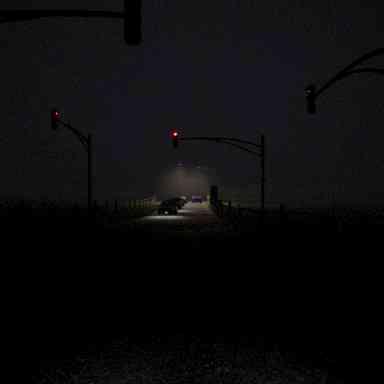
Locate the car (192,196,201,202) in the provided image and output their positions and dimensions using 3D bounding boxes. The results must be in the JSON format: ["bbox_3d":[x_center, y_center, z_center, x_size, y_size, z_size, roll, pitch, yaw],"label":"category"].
[{"bbox_3d":[1.090,1.617,75.940,1.895,1.301,4.718,0,0,1],"label":"car"}]

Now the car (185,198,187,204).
[{"bbox_3d":[-2.104,1.560,53.794,2.033,1.411,5.357,0,0,1],"label":"car"}]

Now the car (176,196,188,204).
[{"bbox_3d":[-1.903,1.581,63.799,1.994,1.385,4.181,0,0,2],"label":"car"}]

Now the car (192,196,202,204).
[{"bbox_3d":[1.029,1.495,65.906,1.882,1.535,5.008,0,0,1],"label":"car"}]

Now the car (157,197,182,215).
[{"bbox_3d":[-2.399,1.554,34.013,2.033,1.411,5.357,0,0,0],"label":"car"}]

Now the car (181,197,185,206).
[{"bbox_3d":[-2.251,1.514,43.946,1.837,1.490,4.892,0,0,1],"label":"car"}]
